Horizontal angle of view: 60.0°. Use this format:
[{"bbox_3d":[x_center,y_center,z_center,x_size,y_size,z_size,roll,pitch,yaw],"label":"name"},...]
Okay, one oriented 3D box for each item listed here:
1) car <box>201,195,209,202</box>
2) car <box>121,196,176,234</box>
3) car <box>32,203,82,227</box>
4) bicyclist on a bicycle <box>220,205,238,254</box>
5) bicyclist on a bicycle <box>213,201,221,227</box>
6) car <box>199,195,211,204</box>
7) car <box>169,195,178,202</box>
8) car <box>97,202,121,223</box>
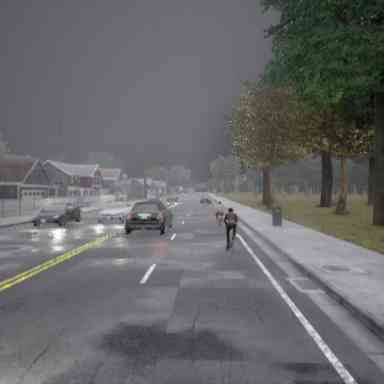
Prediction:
[{"bbox_3d":[2.910,1.350,74.490,1.837,1.490,4.892,0,0,2],"label":"car"},{"bbox_3d":[-2.338,1.308,19.035,2.097,1.767,4.553,0,0,2],"label":"car"},{"bbox_3d":[-8.915,1.474,22.463,1.812,1.442,4.674,0,0,2],"label":"car"},{"bbox_3d":[1.463,1.424,12.467,0.582,1.620,1.656,0,0,2],"label":"bicyclist on a bicycle"},{"bbox_3d":[1.755,1.389,21.136,0.866,1.612,1.509,0,0,2],"label":"bicyclist on a bicycle"},{"bbox_3d":[2.473,1.407,60.377,1.812,1.442,4.674,0,0,4],"label":"car"},{"bbox_3d":[-3.900,1.343,66.978,1.882,1.535,5.008,0,0,3],"label":"car"},{"bbox_3d":[-5.571,1.470,24.847,1.812,1.442,4.674,0,0,2],"label":"car"}]
